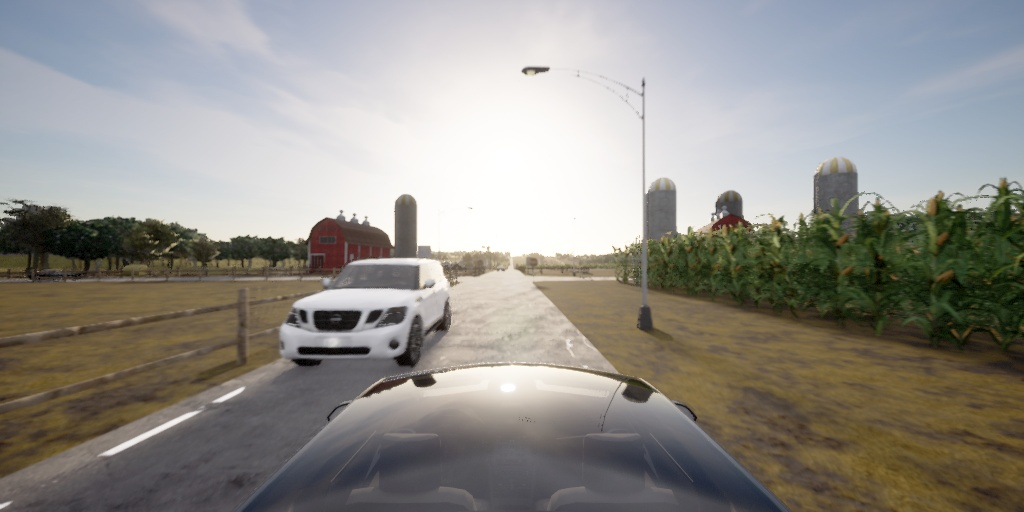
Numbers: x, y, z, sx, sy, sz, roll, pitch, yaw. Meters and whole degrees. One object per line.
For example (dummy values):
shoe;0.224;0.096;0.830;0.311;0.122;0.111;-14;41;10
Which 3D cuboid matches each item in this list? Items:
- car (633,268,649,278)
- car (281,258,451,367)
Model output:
car;16.890;2.005;42.200;5.008;1.535;1.882;1;0;0
car;-2.848;1.053;8.465;2.150;2.045;5.566;0;-1;0
